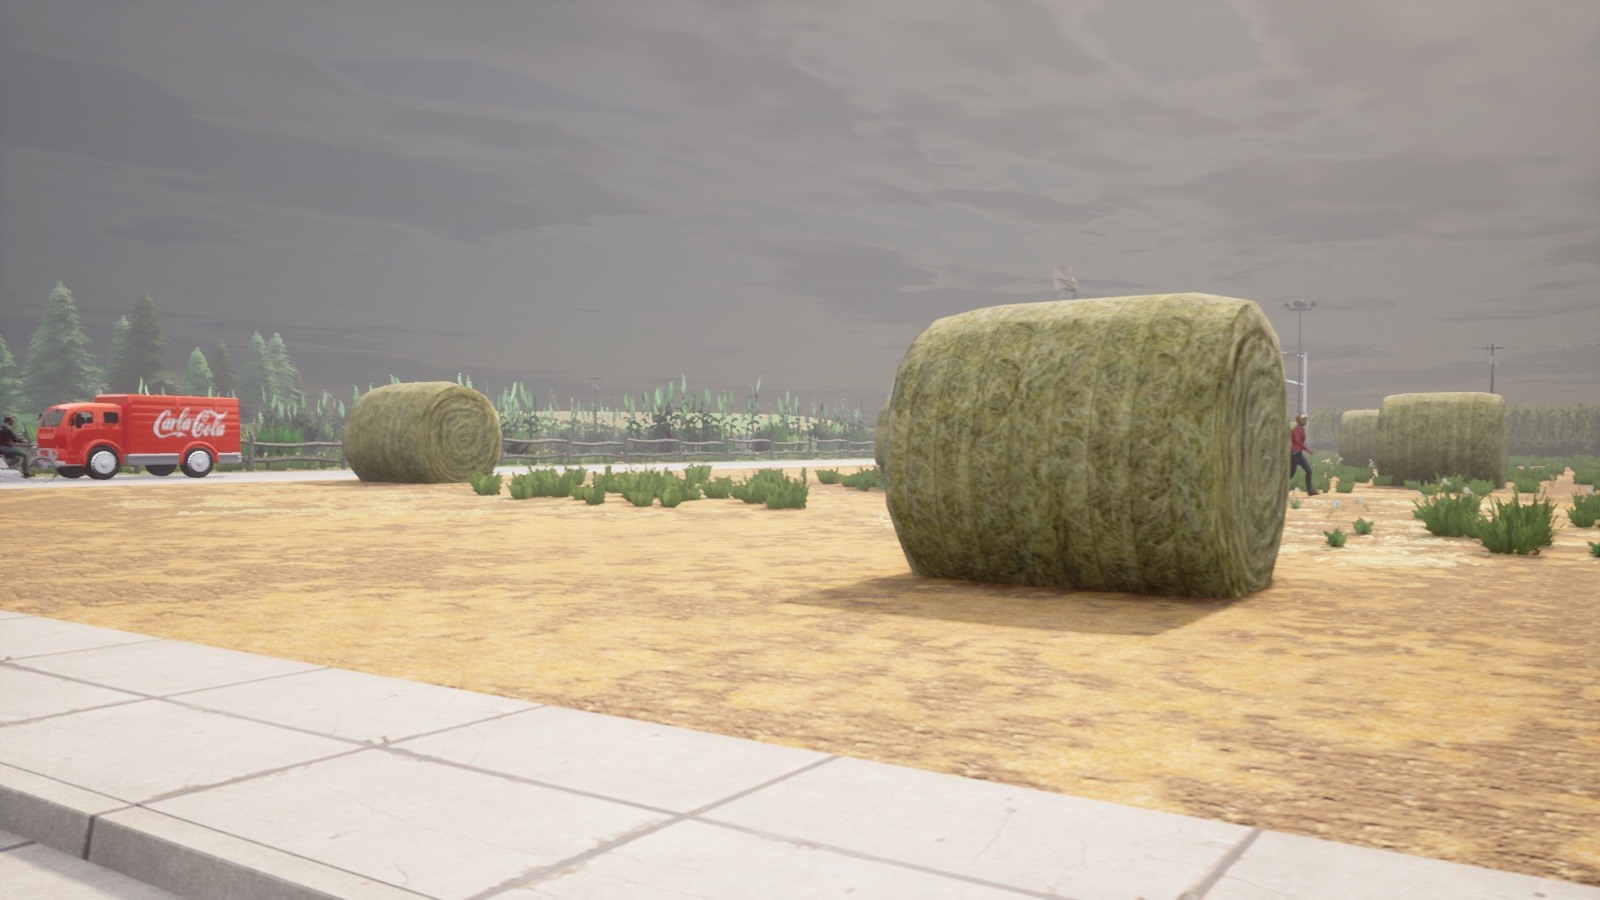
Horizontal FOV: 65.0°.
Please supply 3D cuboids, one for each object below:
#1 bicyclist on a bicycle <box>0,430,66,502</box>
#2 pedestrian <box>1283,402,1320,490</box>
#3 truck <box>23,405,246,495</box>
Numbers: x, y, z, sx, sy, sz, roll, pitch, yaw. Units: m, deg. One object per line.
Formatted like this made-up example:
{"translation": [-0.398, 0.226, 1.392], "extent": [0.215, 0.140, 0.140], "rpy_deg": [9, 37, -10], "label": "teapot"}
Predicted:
{"translation": [-19.556, 0.385, 31.501], "extent": [0.659, 1.776, 1.843], "rpy_deg": [0, 1, 36], "label": "bicyclist on a bicycle"}
{"translation": [10.671, -0.093, 26.713], "extent": [0.636, 1.846, 0.331], "rpy_deg": [0, 1, 42], "label": "pedestrian"}
{"translation": [-19.642, -0.043, 37.285], "extent": [2.627, 2.467, 5.204], "rpy_deg": [0, 1, 36], "label": "truck"}
